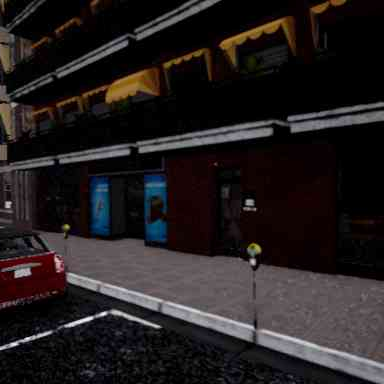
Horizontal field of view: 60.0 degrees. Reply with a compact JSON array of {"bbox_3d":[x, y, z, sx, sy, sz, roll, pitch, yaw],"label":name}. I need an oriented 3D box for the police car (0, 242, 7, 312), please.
[{"bbox_3d":[-4.799,1.479,4.970,5.238,1.638,1.930,-1,0,43],"label":"police car"}]

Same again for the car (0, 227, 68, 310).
[{"bbox_3d":[-4.473,1.480,7.175,4.097,1.590,1.967,-1,0,41],"label":"car"}]
